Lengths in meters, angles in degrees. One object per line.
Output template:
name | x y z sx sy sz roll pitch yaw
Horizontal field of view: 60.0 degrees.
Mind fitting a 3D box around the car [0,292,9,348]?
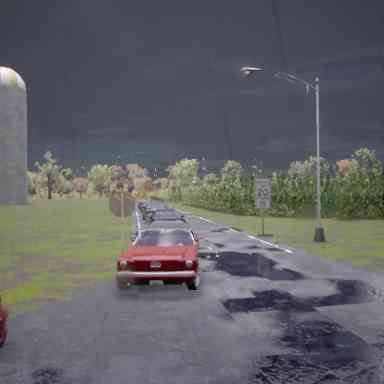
car | -4.428 1.531 3.204 4.674 1.442 1.812 0 0 -40

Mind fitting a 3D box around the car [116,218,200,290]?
car | -0.738 1.661 9.414 1.895 1.301 4.718 -1 0 1

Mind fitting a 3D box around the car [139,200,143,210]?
car | -3.464 1.701 29.869 1.994 1.385 4.181 -1 0 -10

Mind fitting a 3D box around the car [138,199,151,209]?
car | -4.508 1.710 35.733 2.033 1.411 5.357 -1 0 -10

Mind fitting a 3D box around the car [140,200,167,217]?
car | -2.345 1.601 23.448 2.128 1.511 4.902 -1 0 -10

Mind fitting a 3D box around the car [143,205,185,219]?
car | -1.385 1.649 17.803 1.994 1.385 4.181 -1 0 -10

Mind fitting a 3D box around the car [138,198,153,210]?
car | -6.802 1.696 48.168 1.882 1.535 5.008 -1 0 -11

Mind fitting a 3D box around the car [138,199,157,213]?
car | -5.669 1.683 42.084 2.128 1.511 4.902 -1 0 -10
